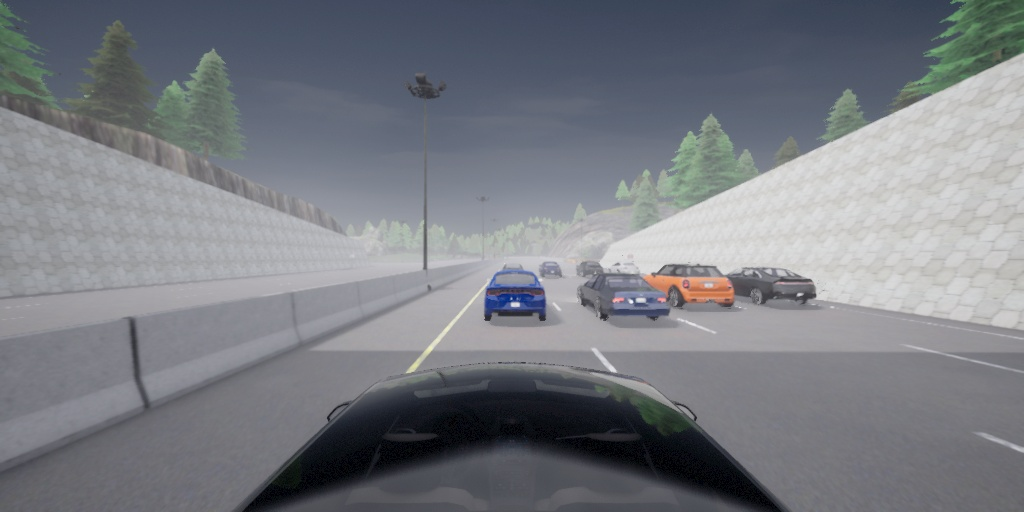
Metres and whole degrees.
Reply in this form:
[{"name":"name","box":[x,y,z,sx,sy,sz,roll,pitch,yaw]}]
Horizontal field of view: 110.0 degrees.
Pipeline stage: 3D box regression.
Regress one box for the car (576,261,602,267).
[{"name":"car","box":[7.085,1.193,32.991,1.837,1.490,4.892,0,0,0]}]

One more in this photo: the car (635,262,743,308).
[{"name":"car","box":[7.093,1.076,15.048,2.097,1.767,4.553,0,0,0]}]

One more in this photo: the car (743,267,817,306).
[{"name":"car","box":[10.595,1.214,15.617,2.128,1.511,4.902,0,0,0]}]

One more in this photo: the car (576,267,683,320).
[{"name":"car","box":[3.595,1.276,12.518,2.033,1.411,5.357,0,0,0]}]

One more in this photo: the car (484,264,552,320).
[{"name":"car","box":[0.095,1.206,12.520,1.882,1.535,5.008,0,0,0]}]

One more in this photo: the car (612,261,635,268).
[{"name":"car","box":[10.571,1.212,33.853,1.812,1.442,4.674,0,0,0]}]

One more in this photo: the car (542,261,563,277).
[{"name":"car","box":[3.572,1.212,33.881,1.812,1.442,4.674,0,0,0]}]
